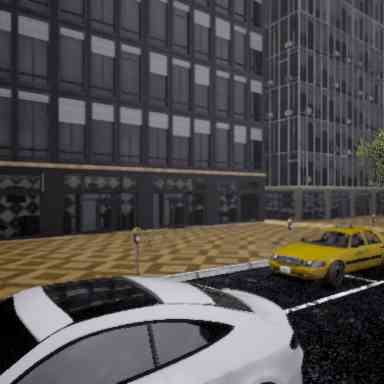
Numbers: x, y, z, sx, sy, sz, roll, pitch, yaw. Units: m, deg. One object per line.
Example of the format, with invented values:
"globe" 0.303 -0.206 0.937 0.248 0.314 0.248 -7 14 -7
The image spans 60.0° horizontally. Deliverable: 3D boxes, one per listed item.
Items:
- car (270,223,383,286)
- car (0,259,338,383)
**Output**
"car" 4.268 1.611 9.614 4.829 1.417 1.752 1 -1 -36
"car" -1.028 1.531 2.644 4.674 1.442 1.812 1 0 -36
